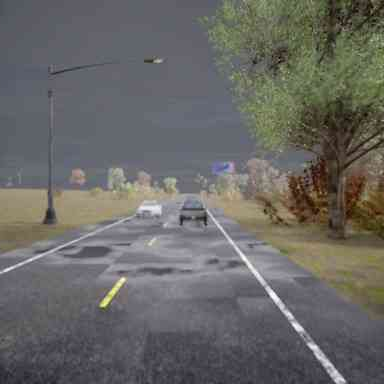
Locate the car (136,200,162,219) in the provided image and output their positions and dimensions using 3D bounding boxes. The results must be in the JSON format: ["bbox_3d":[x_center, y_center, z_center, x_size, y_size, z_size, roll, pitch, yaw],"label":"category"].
[{"bbox_3d":[-3.607,1.437,28.739,1.812,1.442,4.674,0,0,0],"label":"car"}]

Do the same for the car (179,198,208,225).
[{"bbox_3d":[0.091,1.419,23.480,2.128,1.511,4.902,0,0,0],"label":"car"}]

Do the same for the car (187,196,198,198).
[{"bbox_3d":[0.084,1.226,41.804,2.097,1.767,4.553,0,0,0],"label":"car"}]
